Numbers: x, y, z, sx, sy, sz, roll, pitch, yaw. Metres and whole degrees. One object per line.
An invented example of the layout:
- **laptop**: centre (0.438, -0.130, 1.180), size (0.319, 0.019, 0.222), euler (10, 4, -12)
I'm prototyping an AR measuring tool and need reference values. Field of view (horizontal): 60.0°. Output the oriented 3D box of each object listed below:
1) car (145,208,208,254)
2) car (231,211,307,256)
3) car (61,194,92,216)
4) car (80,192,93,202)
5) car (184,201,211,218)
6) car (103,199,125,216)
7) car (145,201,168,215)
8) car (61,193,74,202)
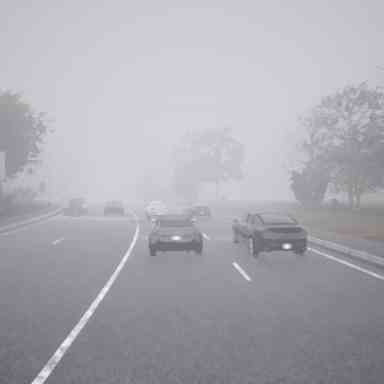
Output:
- **car**: centre (-0.724, 1.562, 13.484), size (1.994, 1.385, 4.181), euler (0, 0, -5)
- **car**: centre (2.836, 1.496, 13.097), size (1.837, 1.490, 4.892), euler (0, 0, -5)
- **car**: centre (-11.285, 1.355, 32.806), size (2.097, 1.767, 4.553), euler (0, 0, -14)
- **car**: centre (-22.876, 1.065, 71.657), size (2.150, 2.045, 5.566), euler (0, 0, -29)
- **car**: centre (0.386, 1.520, 29.635), size (1.812, 1.442, 4.674), euler (0, 0, -11)
- **car**: centre (-7.643, 1.479, 32.675), size (1.882, 1.535, 5.008), euler (0, 0, -14)
- **car**: centre (-3.104, 1.523, 29.320), size (1.812, 1.442, 4.674), euler (0, 0, -11)
- **car**: centre (-26.815, 1.188, 71.472), size (2.097, 1.767, 4.553), euler (0, 0, -29)
